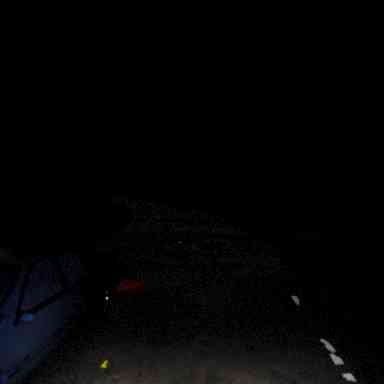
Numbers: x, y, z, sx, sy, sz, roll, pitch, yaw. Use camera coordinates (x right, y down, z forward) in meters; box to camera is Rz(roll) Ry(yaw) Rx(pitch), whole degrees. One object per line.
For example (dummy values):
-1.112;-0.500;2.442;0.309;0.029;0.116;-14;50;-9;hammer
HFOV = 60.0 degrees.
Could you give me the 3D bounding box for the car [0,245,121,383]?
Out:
-2.573;1.530;4.613;2.033;1.411;5.357;0;0;6;car
